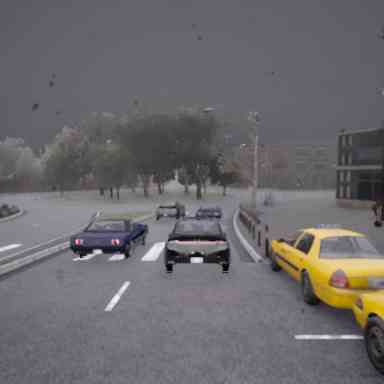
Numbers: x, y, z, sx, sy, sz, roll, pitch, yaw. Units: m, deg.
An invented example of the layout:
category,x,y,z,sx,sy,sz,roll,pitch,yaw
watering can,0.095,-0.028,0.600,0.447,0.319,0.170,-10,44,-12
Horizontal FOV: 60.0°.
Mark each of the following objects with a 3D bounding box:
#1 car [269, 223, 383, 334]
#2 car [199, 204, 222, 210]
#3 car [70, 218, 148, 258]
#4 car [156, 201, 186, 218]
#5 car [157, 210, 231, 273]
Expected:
category,x,y,z,sx,sy,sz,roll,pitch,yaw
car,3.220,1.522,8.149,1.946,1.575,5.366,0,0,0
car,1.536,1.648,27.381,1.895,1.301,4.718,0,1,8
car,-2.970,1.666,13.053,1.895,1.301,4.718,0,0,2
car,-1.670,1.515,27.814,2.128,1.511,4.902,0,1,8
car,0.200,1.551,10.957,2.128,1.511,4.902,0,0,2
